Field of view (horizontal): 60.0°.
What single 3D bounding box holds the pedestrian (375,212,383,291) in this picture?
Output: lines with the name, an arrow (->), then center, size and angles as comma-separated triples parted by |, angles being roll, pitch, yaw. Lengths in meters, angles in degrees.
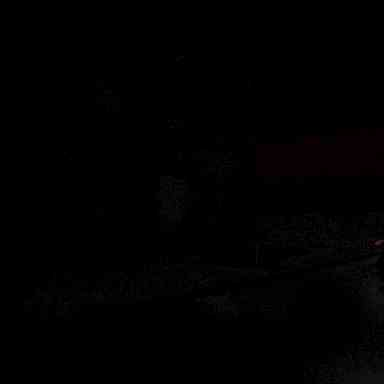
pedestrian -> 4.399, 1.294, 7.394 | 0.375, 1.860, 0.375 | 0, 0, -36
